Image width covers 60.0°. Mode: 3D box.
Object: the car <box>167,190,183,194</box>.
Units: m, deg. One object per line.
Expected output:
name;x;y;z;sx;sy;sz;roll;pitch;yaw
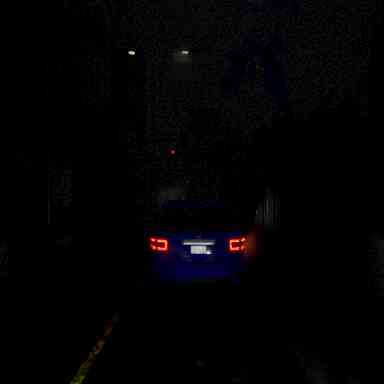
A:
car;-2.680;0.831;45.188;2.128;1.511;4.902;0;2;-1

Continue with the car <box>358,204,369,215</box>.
car;18.241;1.524;32.414;4.206;1.307;1.802;1;0;0

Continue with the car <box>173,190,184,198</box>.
car;-2.533;0.349;64.898;1.895;1.301;4.718;0;2;1

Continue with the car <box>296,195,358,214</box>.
car;12.843;1.181;32.425;5.009;1.841;2.192;1;0;0

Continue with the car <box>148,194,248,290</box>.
car;0.117;1.195;9.124;2.150;2.045;5.566;0;0;0

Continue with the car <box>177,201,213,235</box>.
car;0.132;1.389;19.150;1.837;1.490;4.892;0;1;0
